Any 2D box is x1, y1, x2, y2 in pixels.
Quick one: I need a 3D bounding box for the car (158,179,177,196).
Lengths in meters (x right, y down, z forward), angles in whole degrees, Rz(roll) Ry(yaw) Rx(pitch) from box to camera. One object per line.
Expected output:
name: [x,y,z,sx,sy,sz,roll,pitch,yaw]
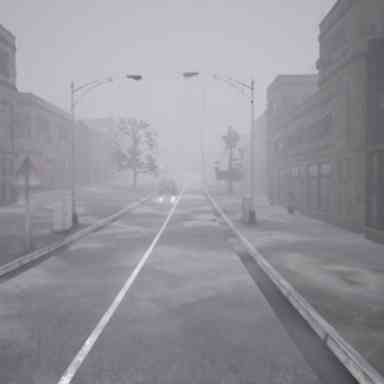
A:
car: [-3.075,-0.632,42.498,2.150,2.045,5.566,0,3,0]
